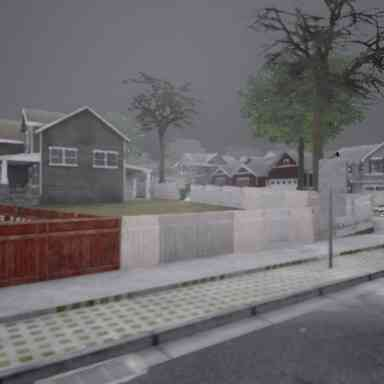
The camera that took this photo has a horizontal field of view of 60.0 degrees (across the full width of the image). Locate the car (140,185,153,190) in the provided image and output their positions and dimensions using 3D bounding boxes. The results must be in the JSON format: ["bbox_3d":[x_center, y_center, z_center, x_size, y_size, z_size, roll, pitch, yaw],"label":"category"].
[{"bbox_3d":[-7.954,-0.642,53.659,1.812,1.442,4.674,0,2,-33],"label":"car"}]
